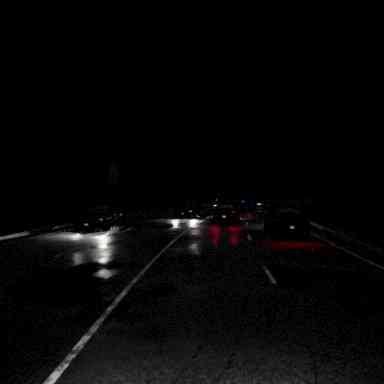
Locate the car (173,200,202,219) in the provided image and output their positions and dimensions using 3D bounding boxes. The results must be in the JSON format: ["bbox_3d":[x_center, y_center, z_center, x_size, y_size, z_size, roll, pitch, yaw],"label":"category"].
[{"bbox_3d":[-0.284,1.504,29.604,1.837,1.490,4.892,0,0,12],"label":"car"}]

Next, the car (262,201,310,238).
[{"bbox_3d":[4.991,1.492,17.965,1.882,1.535,5.008,0,0,7],"label":"car"}]

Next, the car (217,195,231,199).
[{"bbox_3d":[5.821,1.360,60.075,2.097,1.767,4.553,0,0,24],"label":"car"}]

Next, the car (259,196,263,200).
[{"bbox_3d":[13.661,1.521,68.341,2.033,1.411,5.357,0,0,27],"label":"car"}]

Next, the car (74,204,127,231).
[{"bbox_3d":[-5.451,1.511,20.496,1.812,1.442,4.674,0,0,8],"label":"car"}]

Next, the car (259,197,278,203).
[{"bbox_3d":[8.568,1.533,35.686,1.837,1.490,4.892,0,0,15],"label":"car"}]

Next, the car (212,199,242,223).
[{"bbox_3d":[2.651,1.534,25.416,1.812,1.442,4.674,0,0,10],"label":"car"}]

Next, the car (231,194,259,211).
[{"bbox_3d":[6.874,1.242,42.461,2.150,2.045,5.566,0,0,17],"label":"car"}]
